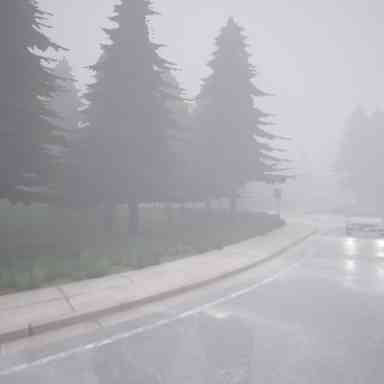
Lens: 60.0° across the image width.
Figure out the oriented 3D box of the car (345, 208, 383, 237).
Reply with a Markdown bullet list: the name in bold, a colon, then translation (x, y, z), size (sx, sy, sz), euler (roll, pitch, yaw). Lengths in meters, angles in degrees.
- **car**: translation (9.979, 1.662, 19.270), size (1.812, 1.442, 4.674), euler (0, 0, 25)
